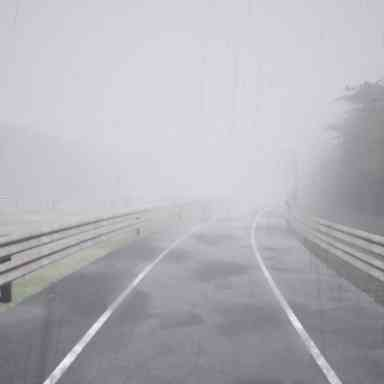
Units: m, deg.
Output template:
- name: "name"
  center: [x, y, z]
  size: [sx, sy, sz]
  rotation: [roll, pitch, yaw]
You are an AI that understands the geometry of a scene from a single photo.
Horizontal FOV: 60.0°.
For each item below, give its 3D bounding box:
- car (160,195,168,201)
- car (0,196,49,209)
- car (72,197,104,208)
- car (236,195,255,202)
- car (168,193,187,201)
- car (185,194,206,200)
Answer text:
- name: "car"
  center: [-4.725, 1.472, 69.739]
  size: [1.837, 1.490, 4.892]
  rotation: [1, 0, 33]
- name: "car"
  center: [-20.331, 1.220, 39.372]
  size: [2.033, 1.411, 5.357]
  rotation: [1, 0, 33]
- name: "car"
  center: [-13.582, 1.331, 43.326]
  size: [1.994, 1.385, 4.181]
  rotation: [1, 0, 33]
- name: "car"
  center: [13.811, 1.603, 85.368]
  size: [2.097, 1.767, 4.553]
  rotation: [1, 0, 33]
- name: "car"
  center: [-1.773, 1.220, 67.854]
  size: [2.150, 2.045, 5.566]
  rotation: [1, 0, 33]
- name: "car"
  center: [1.151, 1.529, 65.941]
  size: [1.837, 1.490, 4.892]
  rotation: [1, 0, 33]
